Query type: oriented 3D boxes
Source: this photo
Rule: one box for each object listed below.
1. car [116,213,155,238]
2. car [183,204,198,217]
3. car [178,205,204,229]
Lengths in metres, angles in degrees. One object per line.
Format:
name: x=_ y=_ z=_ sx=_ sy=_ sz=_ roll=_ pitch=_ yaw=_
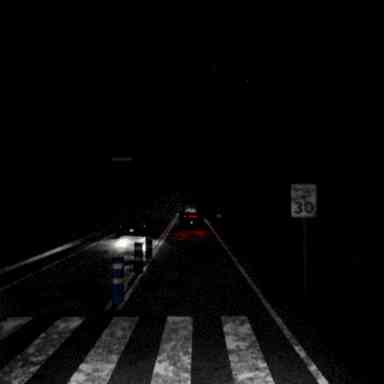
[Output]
car: x=-3.464 y=2.033 z=20.991 sx=1.994 sy=1.385 sz=4.181 roll=-1 pitch=-1 yaw=-1
car: x=-0.219 y=2.355 z=42.943 sx=1.812 sy=1.442 sz=4.674 roll=-1 pitch=-1 yaw=-1
car: x=-0.052 y=2.026 z=26.273 sx=2.128 sy=1.511 sz=4.902 roll=-1 pitch=-1 yaw=0
